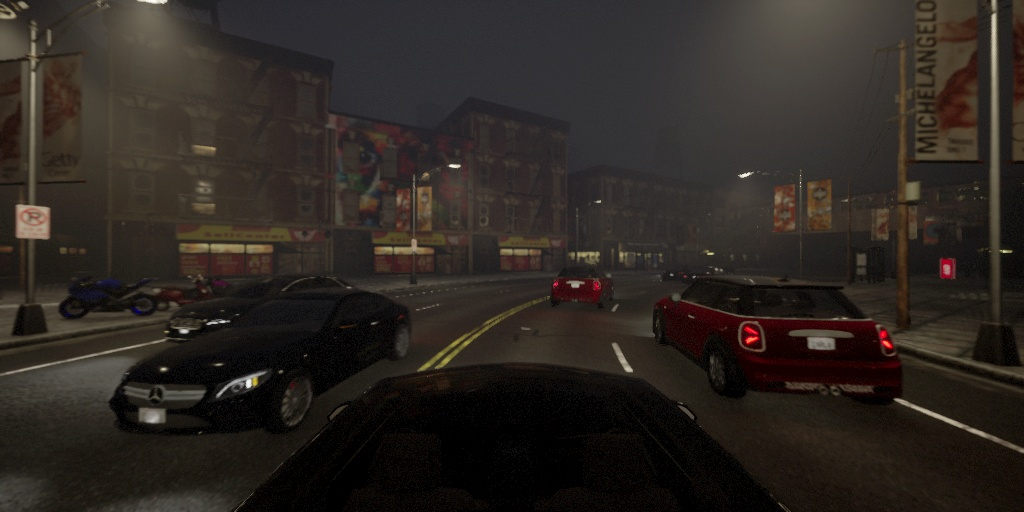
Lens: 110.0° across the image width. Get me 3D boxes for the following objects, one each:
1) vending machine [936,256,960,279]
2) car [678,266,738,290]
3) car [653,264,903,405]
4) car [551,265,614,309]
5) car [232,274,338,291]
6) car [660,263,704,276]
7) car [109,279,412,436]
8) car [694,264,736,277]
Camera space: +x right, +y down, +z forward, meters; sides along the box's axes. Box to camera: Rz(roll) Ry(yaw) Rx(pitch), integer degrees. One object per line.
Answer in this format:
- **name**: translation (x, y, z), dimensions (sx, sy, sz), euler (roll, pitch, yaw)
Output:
- **vending machine**: translation (40.789, 1.206, 33.539), dimensions (0.880, 2.100, 1.100), euler (0, 0, -31)
- **car**: translation (13.841, 1.436, 25.141), dimensions (5.357, 1.411, 2.033), euler (0, 0, -42)
- **car**: translation (4.180, 1.136, 6.644), dimensions (2.097, 1.767, 4.553), euler (0, 0, 7)
- **car**: translation (3.209, 1.169, 15.717), dimensions (2.097, 1.767, 4.553), euler (0, 0, 21)
- **car**: translation (-6.077, 1.266, 9.543), dimensions (1.837, 1.490, 4.892), euler (0, 0, 11)
- **car**: translation (19.947, 1.523, 42.016), dimensions (5.357, 1.411, 2.033), euler (0, 0, -31)
- **car**: translation (-3.156, 1.282, 5.747), dimensions (1.812, 1.442, 4.674), euler (0, 0, 7)
- **car**: translation (22.270, 1.574, 39.328), dimensions (4.718, 1.301, 1.895), euler (0, 0, -31)
